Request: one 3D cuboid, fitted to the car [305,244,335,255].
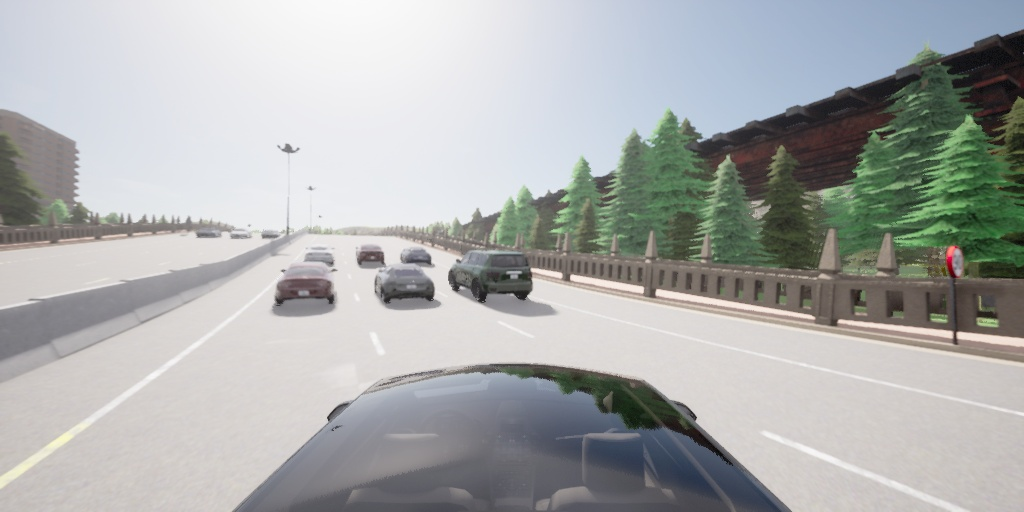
[{"bbox_3d":[-14.310,-0.197,26.735,1.812,1.442,4.674,0,5,-26],"label":"car"}]

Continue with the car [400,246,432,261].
[{"bbox_3d":[-8.010,-0.115,29.783,1.994,1.385,4.181,0,5,-26],"label":"car"}]

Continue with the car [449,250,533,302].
[{"bbox_3d":[-1.109,0.733,15.975,2.150,2.045,5.566,0,3,-26],"label":"car"}]

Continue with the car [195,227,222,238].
[{"bbox_3d":[-40.797,-3.147,48.284,1.994,1.385,4.181,0,5,-26],"label":"car"}]

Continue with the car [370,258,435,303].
[{"bbox_3d":[-4.637,1.015,15.223,1.994,1.385,4.181,0,3,-26],"label":"car"}]

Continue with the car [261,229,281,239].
[{"bbox_3d":[-34.585,-3.123,51.498,1.994,1.385,4.181,0,5,-26],"label":"car"}]

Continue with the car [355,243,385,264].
[{"bbox_3d":[-11.367,-0.268,28.685,1.882,1.535,5.008,0,6,-26],"label":"car"}]

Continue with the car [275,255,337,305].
[{"bbox_3d":[-7.949,0.937,14.024,1.812,1.442,4.674,0,3,-26],"label":"car"}]

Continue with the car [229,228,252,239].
[{"bbox_3d":[-37.680,-3.171,49.872,1.812,1.442,4.674,0,5,-26],"label":"car"}]
